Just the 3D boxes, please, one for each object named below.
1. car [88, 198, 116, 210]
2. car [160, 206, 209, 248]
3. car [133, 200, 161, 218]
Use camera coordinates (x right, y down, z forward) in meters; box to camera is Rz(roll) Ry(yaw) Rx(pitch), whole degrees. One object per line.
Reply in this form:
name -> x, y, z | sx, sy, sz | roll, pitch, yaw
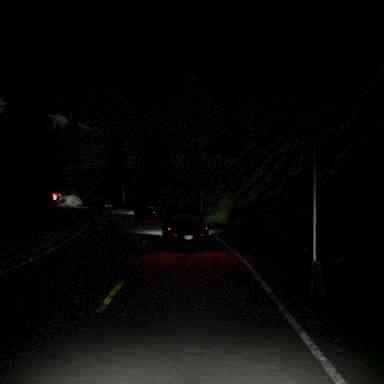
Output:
car -> -11.825, 1.496, 43.497 | 2.128, 1.511, 4.902 | 0, 0, -43
car -> -0.373, 1.534, 14.830 | 1.812, 1.442, 4.674 | 0, 0, -6
car -> -3.985, 1.496, 29.801 | 2.128, 1.511, 4.902 | 0, 0, -21
